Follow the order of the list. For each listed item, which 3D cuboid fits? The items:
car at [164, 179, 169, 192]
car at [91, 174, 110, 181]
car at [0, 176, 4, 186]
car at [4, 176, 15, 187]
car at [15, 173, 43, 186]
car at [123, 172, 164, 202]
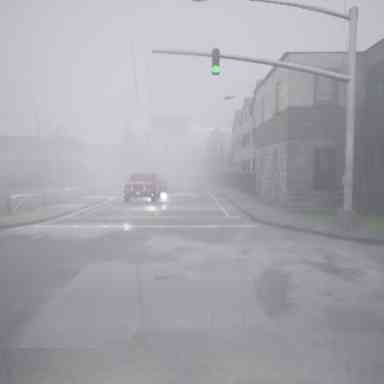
[{"bbox_3d":[-3.594,-0.730,35.573,1.895,1.301,4.718,0,4,0],"label":"car"},{"bbox_3d":[-22.174,-3.509,80.854,4.611,1.667,2.242,0,4,0],"label":"car"},{"bbox_3d":[-18.923,-0.441,29.073,2.007,1.523,4.514,0,4,0],"label":"car"},{"bbox_3d":[-25.954,-1.538,47.512,1.970,1.475,3.806,0,4,0],"label":"car"},{"bbox_3d":[-22.627,-1.782,46.893,1.905,1.878,3.866,0,4,0],"label":"car"},{"bbox_3d":[-3.600,-0.442,24.940,2.150,2.045,5.566,0,4,0],"label":"car"}]
